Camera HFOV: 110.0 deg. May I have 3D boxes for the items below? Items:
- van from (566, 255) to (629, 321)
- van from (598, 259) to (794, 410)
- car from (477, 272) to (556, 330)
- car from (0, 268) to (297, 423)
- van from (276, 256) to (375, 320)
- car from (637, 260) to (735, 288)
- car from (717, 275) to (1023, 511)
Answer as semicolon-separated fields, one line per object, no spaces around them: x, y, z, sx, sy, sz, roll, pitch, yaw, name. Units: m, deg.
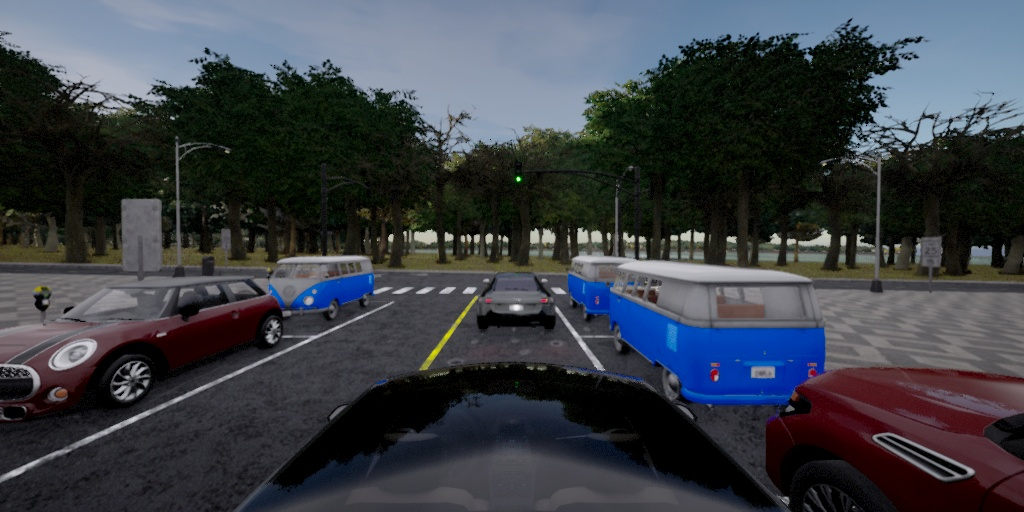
2.765;0.894;11.244;1.690;1.789;3.998;0;0;0;van
2.763;1.006;5.807;1.690;1.789;3.998;0;0;0;van
0.101;1.135;10.351;1.994;1.385;4.181;0;1;0;car
-5.762;1.105;5.810;1.967;1.591;4.097;0;0;0;car
-5.760;0.894;11.246;1.690;1.789;3.998;0;0;0;van
10.552;1.065;22.021;4.902;1.511;2.128;1;1;-2;car
2.762;1.092;0.371;2.192;1.841;5.009;0;0;0;car
